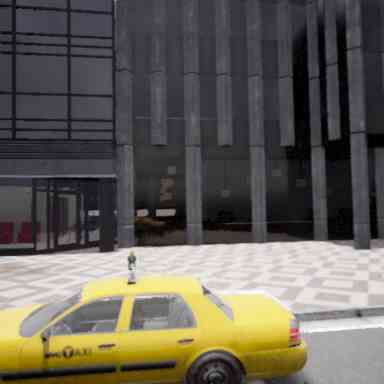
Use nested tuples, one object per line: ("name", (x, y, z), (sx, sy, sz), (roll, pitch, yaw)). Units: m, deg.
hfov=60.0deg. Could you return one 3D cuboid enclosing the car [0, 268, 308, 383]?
("car", (-1.027, 1.732, 4.343), (4.829, 1.417, 1.752), (0, -3, -7))
